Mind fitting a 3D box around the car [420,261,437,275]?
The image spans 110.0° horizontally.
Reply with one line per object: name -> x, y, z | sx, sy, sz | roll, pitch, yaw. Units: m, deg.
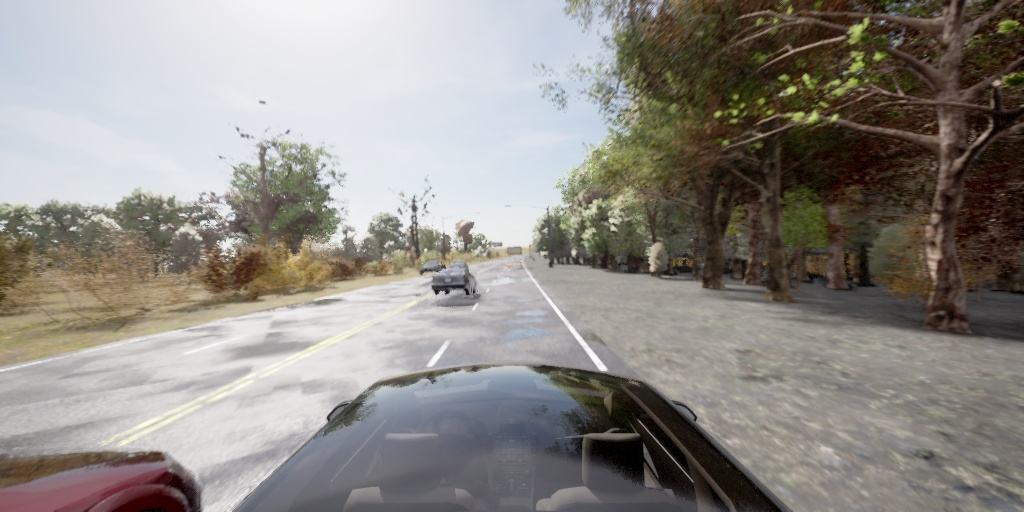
car -> -9.531, 1.325, 42.575 | 1.994, 1.385, 4.181 | -5, 2, 2

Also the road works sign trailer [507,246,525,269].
road works sign trailer -> 0.549, 0.250, 57.326 | 2.380, 3.560, 2.880 | 0, 0, 1

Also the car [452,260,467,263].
car -> -6.250, 1.210, 41.985 | 2.128, 1.511, 4.902 | 0, 0, 1

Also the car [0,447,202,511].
car -> -3.159, 1.400, 0.769 | 1.994, 1.385, 4.181 | -3, -5, 0

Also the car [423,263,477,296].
car -> -3.024, 1.395, 19.463 | 2.033, 1.411, 5.357 | -2, -5, 0
